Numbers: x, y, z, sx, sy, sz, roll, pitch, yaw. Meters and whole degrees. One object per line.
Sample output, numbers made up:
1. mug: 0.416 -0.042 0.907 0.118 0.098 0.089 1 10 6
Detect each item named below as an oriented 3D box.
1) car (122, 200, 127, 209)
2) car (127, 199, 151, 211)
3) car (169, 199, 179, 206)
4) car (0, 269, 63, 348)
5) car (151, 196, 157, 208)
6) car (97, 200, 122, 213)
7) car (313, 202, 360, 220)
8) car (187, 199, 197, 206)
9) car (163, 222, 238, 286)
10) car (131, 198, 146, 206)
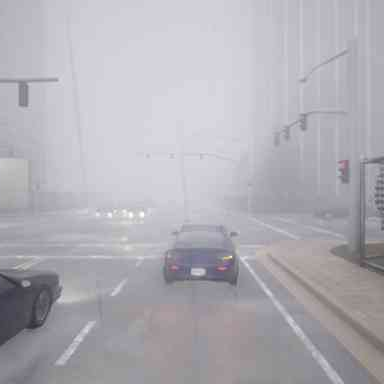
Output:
1. car: -10.603 1.955 51.291 1.895 1.301 4.718 0 0 0
2. car: -7.108 1.912 44.999 1.895 1.301 4.718 0 0 0
3. car: -3.514 2.006 66.414 2.033 1.411 5.357 0 0 0
4. car: -3.438 1.576 3.981 2.033 1.411 5.357 0 0 0
5. car: -7.097 1.866 54.329 2.128 1.511 4.902 0 0 0
6. car: -10.608 1.817 42.190 1.812 1.442 4.674 0 0 0
7. car: 13.260 1.625 29.251 5.008 1.535 1.882 0 0 0
8. car: -0.014 2.006 66.415 2.033 1.411 5.357 0 0 0
9. car: 0.336 1.592 9.592 1.812 1.442 4.674 0 0 5
10. car: -10.526 2.001 65.673 2.033 1.411 5.357 0 0 0
